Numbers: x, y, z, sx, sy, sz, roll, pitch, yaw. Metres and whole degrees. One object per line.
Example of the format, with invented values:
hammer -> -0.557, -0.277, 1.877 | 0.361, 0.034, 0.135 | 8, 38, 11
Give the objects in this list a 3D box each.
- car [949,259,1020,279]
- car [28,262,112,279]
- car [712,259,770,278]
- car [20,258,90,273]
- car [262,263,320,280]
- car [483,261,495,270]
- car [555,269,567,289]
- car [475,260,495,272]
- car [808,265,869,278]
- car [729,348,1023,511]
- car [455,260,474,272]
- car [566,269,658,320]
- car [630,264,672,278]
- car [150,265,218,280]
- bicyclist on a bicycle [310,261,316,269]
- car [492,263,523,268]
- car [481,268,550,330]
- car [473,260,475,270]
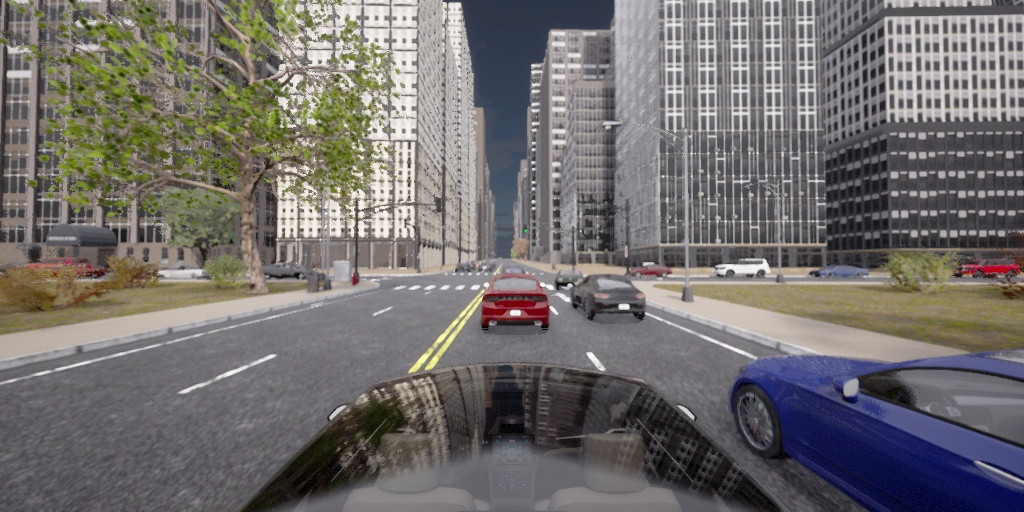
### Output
car -> 50.925, 1.373, 38.713 | 5.566, 2.045, 2.150 | 0, -1, 1
car -> -39.125, 1.453, 31.793 | 4.718, 1.301, 1.895 | 0, -1, 2
car -> 25.189, 1.358, 39.464 | 5.566, 2.045, 2.150 | 0, -1, 1
car -> -48.725, 1.207, 38.713 | 5.566, 2.045, 2.150 | 0, -1, 3
car -> -19.330, 1.367, 31.225 | 4.902, 1.511, 2.128 | 0, -1, 2
car -> -4.113, 1.696, 64.244 | 1.837, 1.490, 4.892 | 0, 0, 0
car -> 3.961, 1.505, 24.407 | 1.895, 1.301, 4.718 | 0, 0, 9
car -> -3.971, 1.618, 54.573 | 2.128, 1.511, 4.902 | 0, 0, 0
car -> 35.660, 1.693, 39.185 | 5.357, 1.411, 2.033 | 0, -1, 1
car -> 3.344, 1.278, 2.081 | 1.812, 1.442, 4.674 | 0, 0, 0
car -> -7.202, 1.680, 53.151 | 1.994, 1.385, 4.181 | 0, 0, 0
car -> 3.332, 1.361, 12.966 | 1.812, 1.442, 4.674 | 0, 0, 0
car -> 15.231, 1.652, 39.713 | 4.674, 1.442, 1.812 | 0, -1, 2
car -> -28.599, 1.465, 31.489 | 4.718, 1.301, 1.895 | 0, -1, 1
bicyclist on a bicycle -> -25.227, 1.478, 45.508 | 0.582, 1.620, 1.656 | 0, -1, 2
car -> 0.064, 1.399, 22.965 | 2.128, 1.511, 4.902 | 0, 0, 0
car -> 0.084, 1.302, 11.533 | 1.882, 1.535, 5.008 | 0, 0, 0
car -> -7.335, 1.667, 61.968 | 2.128, 1.511, 4.902 | 0, 0, -1
